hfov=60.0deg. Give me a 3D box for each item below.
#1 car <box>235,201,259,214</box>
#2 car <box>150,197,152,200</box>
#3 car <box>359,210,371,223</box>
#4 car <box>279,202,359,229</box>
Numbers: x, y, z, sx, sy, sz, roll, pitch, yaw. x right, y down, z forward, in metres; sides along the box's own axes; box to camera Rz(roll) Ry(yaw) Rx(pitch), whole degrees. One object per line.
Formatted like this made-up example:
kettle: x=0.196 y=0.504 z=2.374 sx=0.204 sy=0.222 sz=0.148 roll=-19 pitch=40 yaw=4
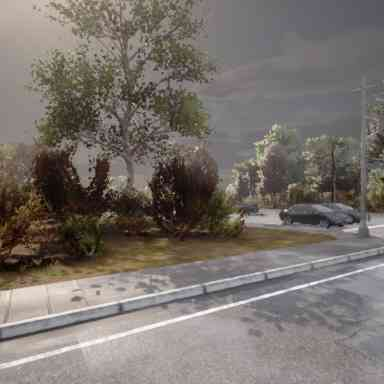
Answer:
car: x=5.185 y=1.748 z=37.383 sx=1.837 sy=1.490 sz=4.892 roll=0 pitch=-1 yaw=-42
car: x=-6.108 y=1.846 z=52.976 sx=5.566 sy=2.045 sz=2.150 roll=-2 pitch=-1 yaw=40
car: x=10.768 y=1.568 z=25.057 sx=1.837 sy=1.490 sz=4.892 roll=0 pitch=-1 yaw=-40
car: x=8.160 y=1.563 z=22.389 sx=1.837 sy=1.490 sz=4.892 roll=0 pitch=-1 yaw=-35
